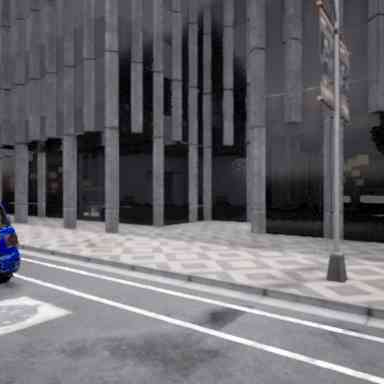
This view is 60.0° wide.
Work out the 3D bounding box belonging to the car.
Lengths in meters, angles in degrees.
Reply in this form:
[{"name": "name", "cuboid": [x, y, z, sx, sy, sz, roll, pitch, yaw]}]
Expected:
[{"name": "car", "cuboid": [-6.476, 1.218, 8.261, 5.566, 2.045, 2.150, 0, 0, 36]}]
